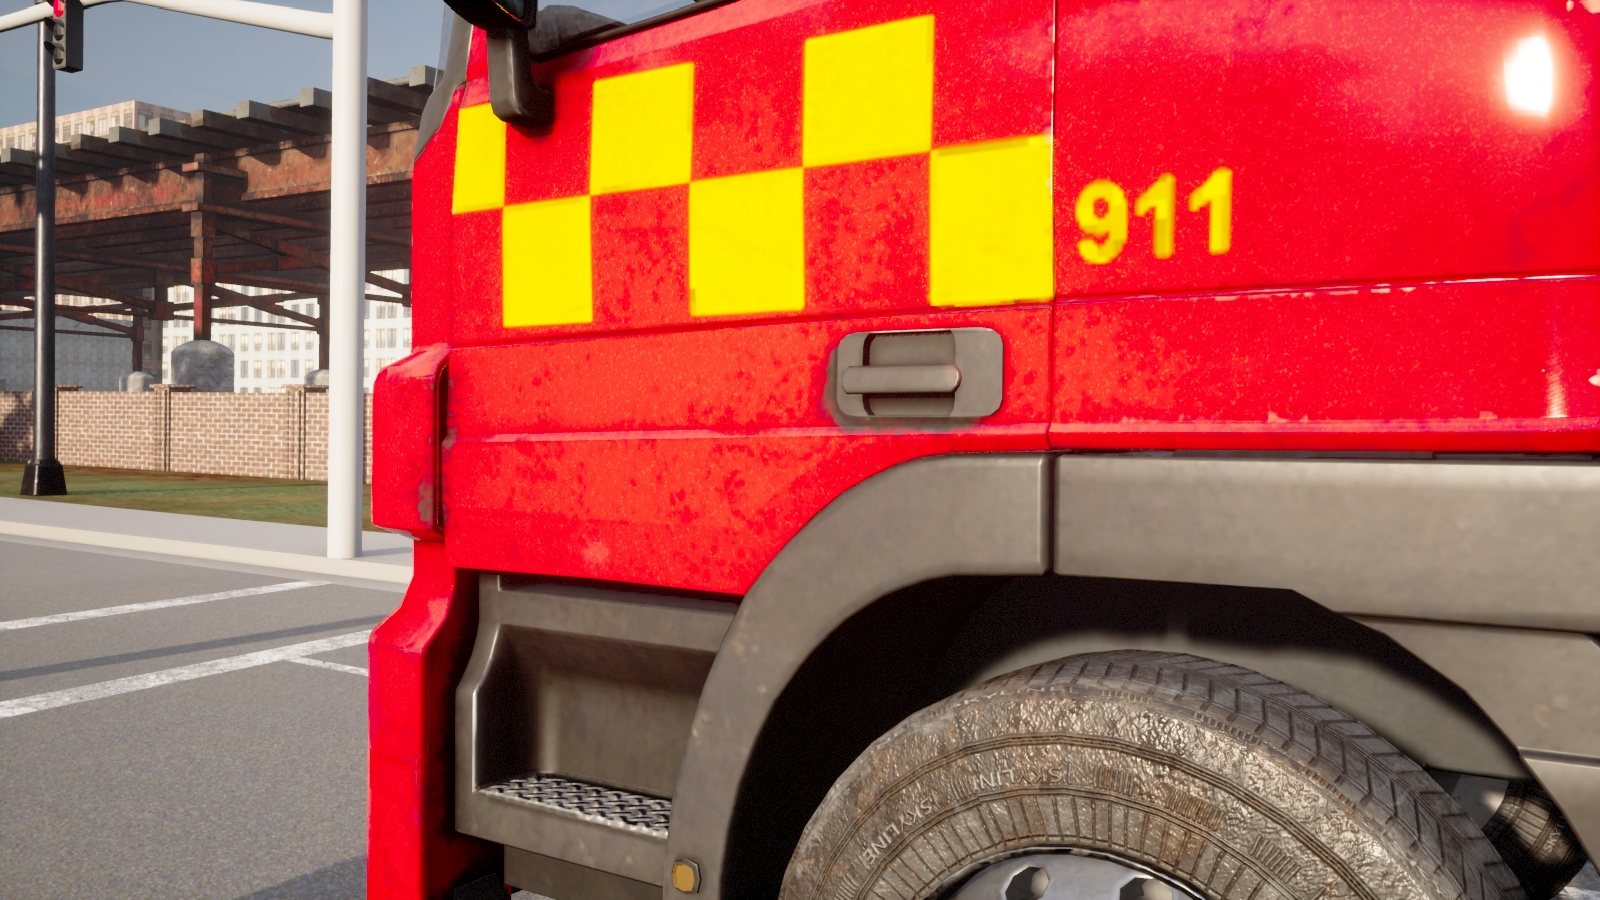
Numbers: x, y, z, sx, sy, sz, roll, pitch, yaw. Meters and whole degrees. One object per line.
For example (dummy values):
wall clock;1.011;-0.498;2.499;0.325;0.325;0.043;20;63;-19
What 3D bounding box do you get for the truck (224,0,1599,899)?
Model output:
truck;3.107;-0.482;1.535;8.468;3.827;2.891;0;1;34
